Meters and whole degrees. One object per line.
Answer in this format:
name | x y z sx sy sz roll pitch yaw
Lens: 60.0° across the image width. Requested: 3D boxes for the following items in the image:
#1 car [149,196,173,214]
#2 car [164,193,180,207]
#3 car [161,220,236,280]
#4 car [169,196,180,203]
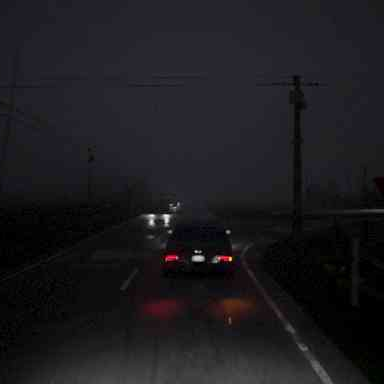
car | -3.295 1.458 34.914 1.837 1.490 4.892 0 0 0
car | -3.404 1.155 51.585 2.150 2.045 5.566 0 0 0
car | 0.212 1.534 9.933 2.033 1.411 5.357 0 0 2
car | -3.489 1.508 67.379 1.895 1.301 4.718 0 0 -1
